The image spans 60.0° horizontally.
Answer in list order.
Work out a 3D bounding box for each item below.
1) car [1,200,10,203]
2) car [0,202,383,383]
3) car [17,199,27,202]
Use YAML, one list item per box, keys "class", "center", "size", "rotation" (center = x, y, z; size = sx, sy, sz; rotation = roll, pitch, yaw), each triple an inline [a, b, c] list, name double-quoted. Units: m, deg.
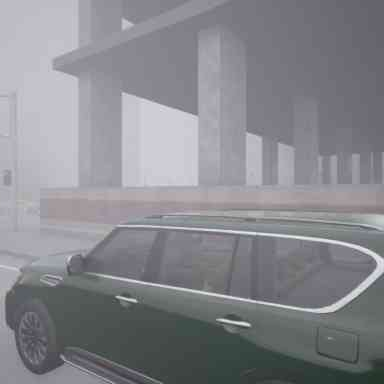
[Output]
- class: "car"
  center: [-18.380, 1.533, 33.815]
  size: [1.882, 1.535, 5.008]
  rotation: [0, 0, 36]
- class: "car"
  center: [0.066, 1.221, 3.937]
  size: [5.566, 2.045, 2.150]
  rotation: [0, 0, 36]
- class: "car"
  center: [-14.331, 1.547, 33.461]
  size: [2.128, 1.511, 4.902]
  rotation: [0, 0, 36]
